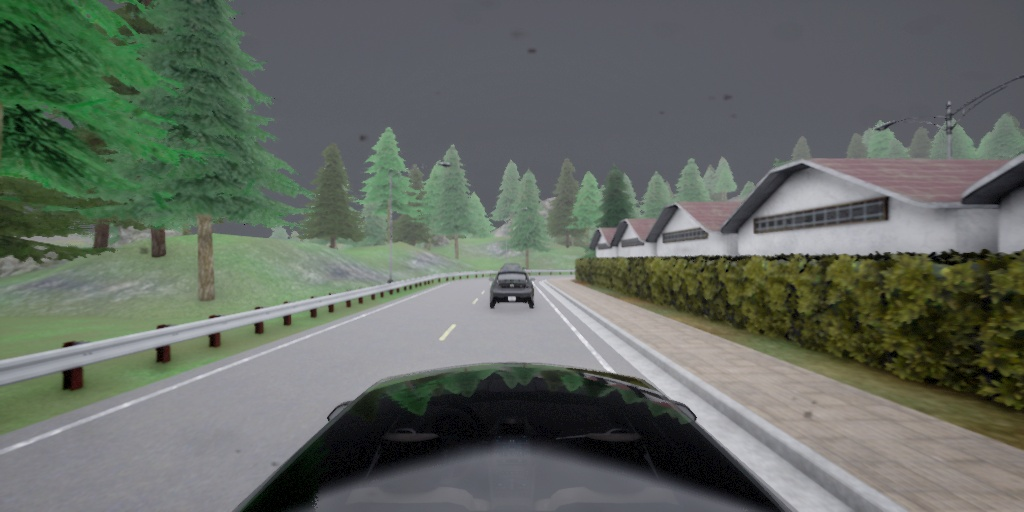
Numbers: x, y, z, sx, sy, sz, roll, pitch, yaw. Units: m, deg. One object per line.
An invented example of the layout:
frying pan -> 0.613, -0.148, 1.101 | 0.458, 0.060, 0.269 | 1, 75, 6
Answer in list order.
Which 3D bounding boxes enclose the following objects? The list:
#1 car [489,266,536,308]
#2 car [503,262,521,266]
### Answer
car -> 0.008, 1.399, 16.156 | 1.837, 1.490, 4.892 | 0, 0, 0
car -> 0.073, 1.379, 30.807 | 2.097, 1.767, 4.553 | 0, -1, 5
